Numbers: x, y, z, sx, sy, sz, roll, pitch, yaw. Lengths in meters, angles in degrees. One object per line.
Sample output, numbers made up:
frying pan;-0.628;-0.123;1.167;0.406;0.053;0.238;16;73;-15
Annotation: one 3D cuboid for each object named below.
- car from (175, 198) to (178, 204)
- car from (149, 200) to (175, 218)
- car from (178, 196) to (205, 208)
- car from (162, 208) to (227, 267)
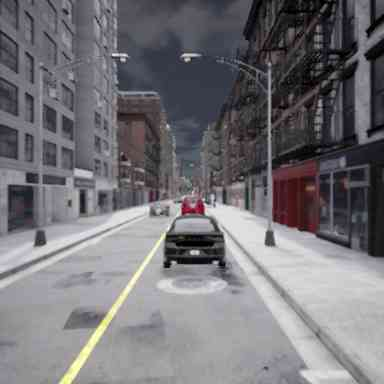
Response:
car;-3.029;2.079;73.678;1.895;1.301;4.718;0;0;0
car;-3.110;1.679;33.002;2.128;1.511;4.902;0;0;0
car;0.086;1.400;31.788;2.150;2.045;5.566;0;0;0
car;0.083;1.532;11.628;1.882;1.535;5.008;0;0;0
